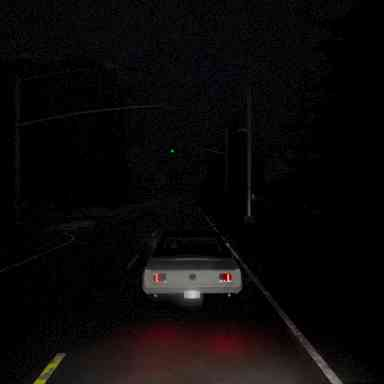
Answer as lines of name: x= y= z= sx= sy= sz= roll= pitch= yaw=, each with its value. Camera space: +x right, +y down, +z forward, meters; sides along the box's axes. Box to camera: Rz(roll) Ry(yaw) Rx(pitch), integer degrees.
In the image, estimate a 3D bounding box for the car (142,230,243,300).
car: x=-0.026 y=1.601 z=8.349 sx=1.895 sy=1.301 sz=4.718 roll=0 pitch=0 yaw=-1
